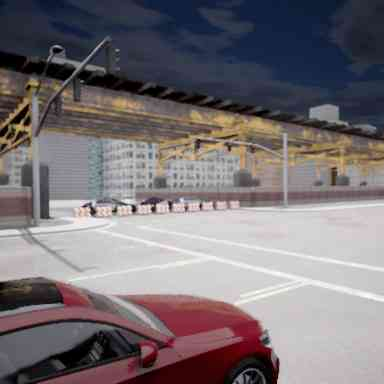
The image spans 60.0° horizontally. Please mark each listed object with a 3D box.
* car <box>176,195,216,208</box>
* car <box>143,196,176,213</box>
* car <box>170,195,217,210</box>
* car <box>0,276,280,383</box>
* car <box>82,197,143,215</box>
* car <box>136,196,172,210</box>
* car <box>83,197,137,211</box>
[{"bbox_3d":[0.068,1.000,37.470,4.536,1.218,1.853,-1,0,-7],"label":"car"},{"bbox_3d":[-3.779,1.231,33.708,2.038,1.542,4.974,0,0,18],"label":"car"},{"bbox_3d":[0.121,1.157,37.478,4.974,1.542,2.038,-1,0,-7],"label":"car"},{"bbox_3d":[-1.282,1.519,2.857,4.674,1.442,1.812,-1,1,-35],"label":"car"},{"bbox_3d":[-7.516,1.294,31.014,4.974,1.542,2.038,-1,0,8],"label":"car"},{"bbox_3d":[-3.765,1.073,33.756,1.853,1.218,4.536,0,0,18],"label":"car"},{"bbox_3d":[-7.570,1.137,31.019,4.536,1.218,1.853,-1,0,8],"label":"car"}]
